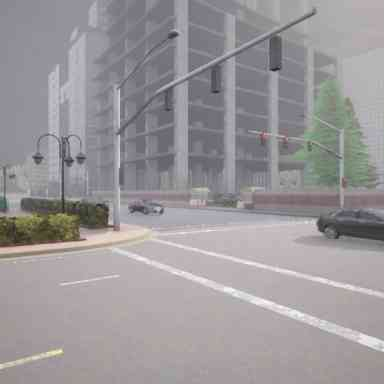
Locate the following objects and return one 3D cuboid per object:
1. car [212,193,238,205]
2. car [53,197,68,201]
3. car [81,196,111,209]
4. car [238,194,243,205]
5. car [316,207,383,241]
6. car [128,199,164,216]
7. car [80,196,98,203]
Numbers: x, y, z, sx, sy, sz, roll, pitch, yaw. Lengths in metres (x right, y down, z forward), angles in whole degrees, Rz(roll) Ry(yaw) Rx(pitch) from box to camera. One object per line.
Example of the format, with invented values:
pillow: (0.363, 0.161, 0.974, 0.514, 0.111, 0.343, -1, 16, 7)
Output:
car: (4.993, 1.114, 53.464, 1.905, 1.878, 3.866, 0, 0, -36)
car: (-22.850, 1.545, 57.611, 1.994, 1.385, 4.181, 0, 0, -36)
car: (-12.022, 1.434, 42.553, 2.128, 1.511, 4.902, 0, 0, -36)
car: (7.382, 1.114, 55.179, 1.905, 1.878, 3.866, 0, 0, -36)
car: (8.046, 1.492, 14.945, 1.837, 1.490, 4.892, 0, 0, -36)
car: (-4.490, 1.437, 32.185, 2.128, 1.511, 4.902, 0, 0, -36)
car: (-20.676, 1.545, 66.696, 1.895, 1.301, 4.718, 0, 0, -36)
